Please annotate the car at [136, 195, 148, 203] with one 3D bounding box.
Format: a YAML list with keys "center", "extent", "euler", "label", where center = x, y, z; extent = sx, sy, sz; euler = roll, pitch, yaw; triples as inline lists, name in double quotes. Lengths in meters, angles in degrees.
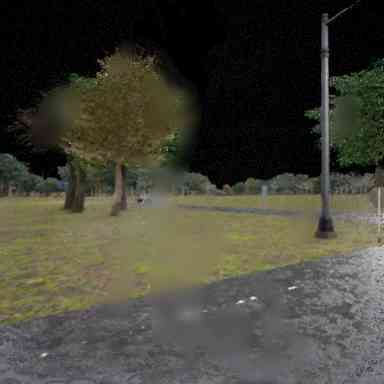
- center: [-9.402, 1.338, 66.346]
  extent: [2.097, 1.767, 4.553]
  euler: [1, 0, -34]
  label: "car"

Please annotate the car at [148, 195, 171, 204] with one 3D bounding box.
- center: [-5.697, 1.586, 60.815]
  extent: [1.895, 1.301, 4.718]
  euler: [1, 0, -34]
  label: "car"
